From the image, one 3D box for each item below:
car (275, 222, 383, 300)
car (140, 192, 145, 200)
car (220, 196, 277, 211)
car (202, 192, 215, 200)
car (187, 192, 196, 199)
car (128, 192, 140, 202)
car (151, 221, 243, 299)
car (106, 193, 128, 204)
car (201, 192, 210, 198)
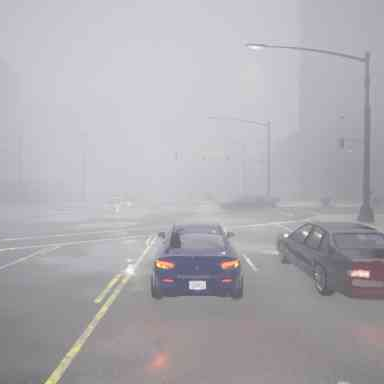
[{"bbox_3d":[3.603,1.461,8.396,2.033,1.411,5.357,0,1,0],"label":"car"},{"bbox_3d":[-10.577,0.801,66.075,1.882,1.535,5.008,0,0,0],"label":"car"},{"bbox_3d":[5.461,1.111,32.373,5.357,1.411,2.033,0,1,-6],"label":"car"},{"bbox_3d":[3.545,0.881,68.174,1.994,1.385,4.181,0,0,0],"label":"car"},{"bbox_3d":[-0.061,0.773,75.024,1.882,1.535,5.008,0,0,0],"label":"car"},{"bbox_3d":[-10.605,0.845,55.922,2.128,1.511,4.902,0,0,0],"label":"car"},{"bbox_3d":[0.104,1.440,8.126,1.812,1.442,4.674,0,1,0],"label":"car"},{"bbox_3d":[-10.605,0.933,46.143,1.812,1.442,4.674,0,0,0],"label":"car"},{"bbox_3d":[3.430,0.804,86.277,2.033,1.411,5.357,0,0,0],"label":"car"}]
